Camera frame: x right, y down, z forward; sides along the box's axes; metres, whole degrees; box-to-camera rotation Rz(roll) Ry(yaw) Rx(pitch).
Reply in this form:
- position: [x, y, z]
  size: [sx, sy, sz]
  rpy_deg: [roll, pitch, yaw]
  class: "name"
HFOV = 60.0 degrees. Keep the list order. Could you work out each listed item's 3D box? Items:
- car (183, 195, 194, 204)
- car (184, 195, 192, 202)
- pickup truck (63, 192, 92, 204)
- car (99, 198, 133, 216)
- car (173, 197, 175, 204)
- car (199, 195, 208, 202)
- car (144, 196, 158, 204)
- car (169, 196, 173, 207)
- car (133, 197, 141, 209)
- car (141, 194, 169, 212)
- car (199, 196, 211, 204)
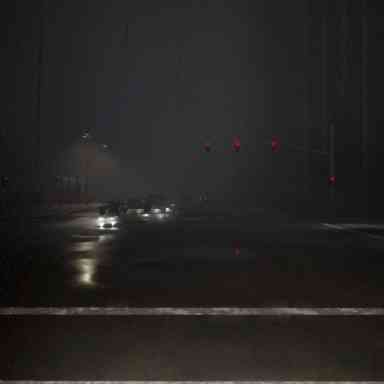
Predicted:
- position: [-0.741, 1.352, 65.389]
  size: [2.097, 1.767, 4.553]
  rpy_deg: [0, 0, -1]
  class: "car"
- position: [-0.938, 1.478, 75.392]
  size: [1.882, 1.535, 5.008]
  rpy_deg: [0, 0, -1]
  class: "car"
- position: [-20.910, 1.058, 60.027]
  size: [2.390, 2.098, 6.274]
  rpy_deg: [0, 0, 30]
  class: "pickup truck"
- position: [-7.696, 1.491, 32.875]
  size: [2.128, 1.511, 4.902]
  rpy_deg: [0, 0, 2]
  class: "car"
- position: [-4.366, 1.477, 63.672]
  size: [1.882, 1.535, 5.008]
  rpy_deg: [0, 0, 0]
  class: "car"
- position: [2.564, 1.524, 75.187]
  size: [1.812, 1.442, 4.674]
  rpy_deg: [0, 0, -1]
  class: "car"
- position: [-7.868, 1.492, 64.862]
  size: [2.128, 1.511, 4.902]
  rpy_deg: [0, 0, 0]
  class: "car"
- position: [-4.271, 1.601, 48.768]
  size: [1.895, 1.301, 4.718]
  rpy_deg: [0, 0, -1]
  class: "car"
- position: [-7.743, 1.477, 45.310]
  size: [1.882, 1.535, 5.008]
  rpy_deg: [0, 0, -1]
  class: "car"
- position: [-4.176, 1.221, 38.508]
  size: [2.150, 2.045, 5.566]
  rpy_deg: [0, 0, -1]
  class: "car"
- position: [2.765, 1.491, 64.803]
  size: [2.128, 1.511, 4.902]
  rpy_deg: [0, 0, -1]
  class: "car"
